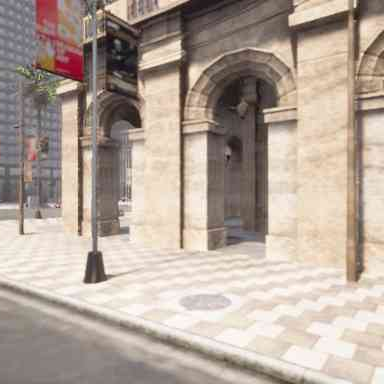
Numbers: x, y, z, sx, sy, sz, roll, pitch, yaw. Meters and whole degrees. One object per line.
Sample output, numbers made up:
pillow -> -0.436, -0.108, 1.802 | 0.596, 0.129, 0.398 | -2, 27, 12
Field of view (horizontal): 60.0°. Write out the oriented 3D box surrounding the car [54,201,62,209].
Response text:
car -> -16.880, 1.621, 46.082 | 1.994, 1.385, 4.181 | 0, 0, 36

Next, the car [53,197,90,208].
car -> -18.015, 1.575, 49.815 | 2.161, 1.482, 4.786 | 0, 0, 35
